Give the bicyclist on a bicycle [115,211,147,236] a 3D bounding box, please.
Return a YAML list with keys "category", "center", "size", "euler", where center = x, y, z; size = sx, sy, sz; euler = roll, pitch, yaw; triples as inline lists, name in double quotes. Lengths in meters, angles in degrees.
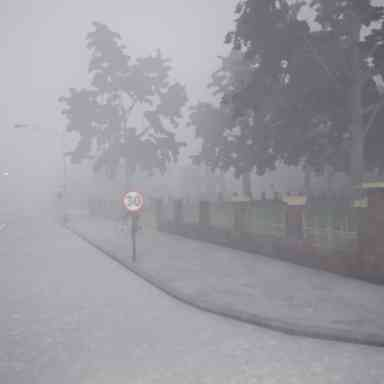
- category: "bicyclist on a bicycle"
  center: [-3.131, 1.433, 17.054]
  size: [1.656, 1.620, 0.582]
  euler: [-2, 0, -27]
